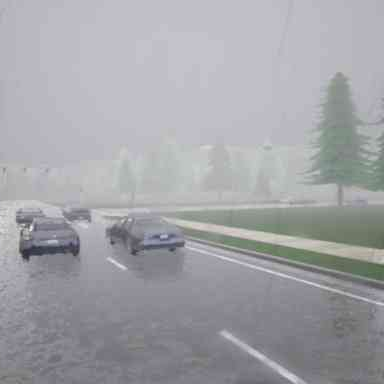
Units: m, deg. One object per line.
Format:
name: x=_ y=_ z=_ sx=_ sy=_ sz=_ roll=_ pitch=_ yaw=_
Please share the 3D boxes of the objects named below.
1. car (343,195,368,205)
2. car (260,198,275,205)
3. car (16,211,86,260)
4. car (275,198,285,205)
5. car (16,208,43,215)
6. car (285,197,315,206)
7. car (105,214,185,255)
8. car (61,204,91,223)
car: x=29.279 y=1.407 z=59.688 sx=4.553 sy=1.767 sz=2.097 roll=-1 pitch=0 yaw=-27
car: x=15.508 y=1.824 z=64.312 sx=4.718 sy=1.301 sz=1.895 roll=0 pitch=0 yaw=-27
car: x=-5.753 y=1.700 z=13.267 sx=1.994 sy=1.385 sz=4.181 roll=0 pitch=0 yaw=-28
car: x=18.483 y=1.657 z=61.947 sx=5.008 sy=1.535 sz=1.882 roll=-1 pitch=0 yaw=-27
car: x=-12.749 y=1.885 z=26.141 sx=1.895 sy=1.301 sz=4.718 roll=0 pitch=0 yaw=-29
car: x=19.178 y=1.752 z=58.390 sx=4.718 sy=1.301 sz=1.895 roll=0 pitch=0 yaw=-27
car: x=-2.179 y=1.652 z=13.995 sx=2.033 sy=1.411 sz=5.357 roll=0 pitch=0 yaw=-28
car: x=-9.782 y=1.772 z=28.052 sx=1.837 sy=1.490 sz=4.892 roll=0 pitch=0 yaw=-28
